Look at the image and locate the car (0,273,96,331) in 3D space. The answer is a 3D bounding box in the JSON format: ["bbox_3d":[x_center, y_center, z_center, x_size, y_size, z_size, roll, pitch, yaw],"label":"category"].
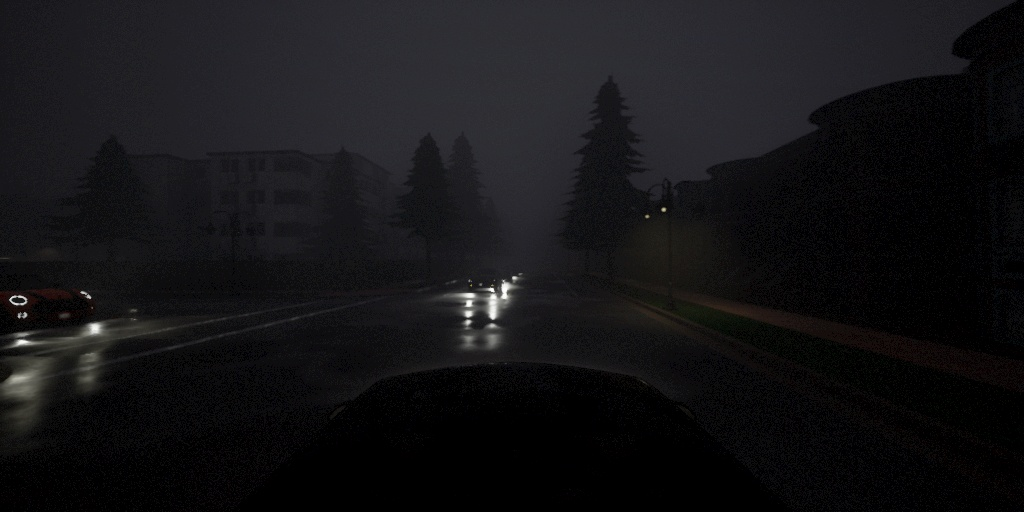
[{"bbox_3d":[-16.434,1.339,11.569,4.553,1.767,2.097,-1,-1,5],"label":"car"}]

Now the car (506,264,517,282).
[{"bbox_3d":[-0.967,1.640,34.467,2.128,1.511,4.902,0,-1,4],"label":"car"}]

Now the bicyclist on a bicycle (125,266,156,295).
[{"bbox_3d":[-21.698,1.429,20.995,0.582,1.620,1.656,0,0,5],"label":"bicyclist on a bicycle"}]

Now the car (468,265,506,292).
[{"bbox_3d":[-1.725,1.537,24.271,1.837,1.490,4.892,0,-1,4],"label":"car"}]

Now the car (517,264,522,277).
[{"bbox_3d":[-0.211,1.828,44.459,1.994,1.385,4.181,0,-1,4],"label":"car"}]
